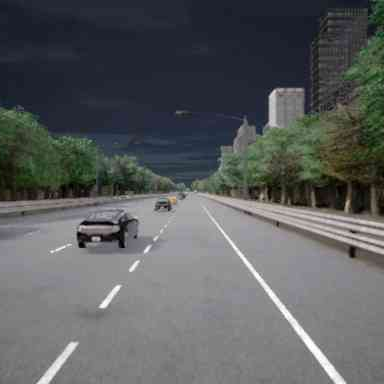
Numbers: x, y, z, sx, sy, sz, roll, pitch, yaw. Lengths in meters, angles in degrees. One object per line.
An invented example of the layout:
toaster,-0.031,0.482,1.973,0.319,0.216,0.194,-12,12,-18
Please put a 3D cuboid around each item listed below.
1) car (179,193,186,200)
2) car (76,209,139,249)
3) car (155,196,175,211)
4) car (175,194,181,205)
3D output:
car,-3.512,1.557,93.399,2.033,1.411,5.357,0,0,0
car,-3.502,1.500,14.571,2.128,1.511,4.902,0,0,0
car,-3.507,1.544,41.706,1.837,1.490,4.892,0,0,0
car,-3.510,1.516,59.711,1.882,1.535,5.008,0,0,0
